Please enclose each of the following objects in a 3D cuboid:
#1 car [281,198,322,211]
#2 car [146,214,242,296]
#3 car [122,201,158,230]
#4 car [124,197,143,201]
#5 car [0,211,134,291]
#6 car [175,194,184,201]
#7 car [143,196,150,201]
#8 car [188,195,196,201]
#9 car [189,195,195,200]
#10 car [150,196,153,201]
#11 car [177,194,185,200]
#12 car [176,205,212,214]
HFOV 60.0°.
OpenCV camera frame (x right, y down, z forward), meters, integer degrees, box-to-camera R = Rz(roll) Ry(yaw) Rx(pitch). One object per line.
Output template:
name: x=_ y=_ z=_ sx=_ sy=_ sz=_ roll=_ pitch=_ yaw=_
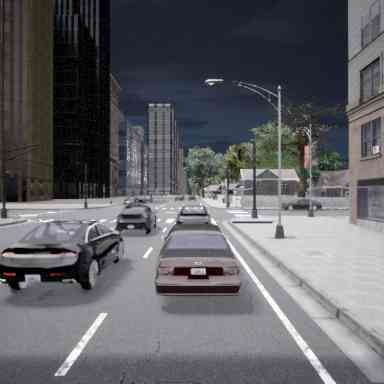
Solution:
car: x=13.298 y=1.554 z=40.720 sx=4.892 sy=1.490 sz=1.837 roll=0 pitch=-1 yaw=0
car: x=0.092 y=1.545 z=8.774 sx=2.033 sy=1.411 sz=5.357 roll=0 pitch=0 yaw=-1
car: x=-3.160 y=1.506 z=19.468 sx=1.837 sy=1.490 sz=4.892 roll=0 pitch=0 yaw=-1
car: x=-9.806 y=1.487 z=53.781 sx=2.128 sy=1.511 sz=4.902 roll=0 pitch=0 yaw=1
car: x=-3.148 y=1.493 z=9.017 sx=2.128 sy=1.511 sz=4.902 roll=0 pitch=0 yaw=0
car: x=-3.219 y=1.519 z=82.925 sx=1.812 sy=1.442 sz=4.674 roll=0 pitch=0 yaw=0
car: x=-9.769 y=1.596 z=63.100 sx=1.895 sy=1.301 sz=4.718 roll=0 pitch=0 yaw=1
car: x=0.031 y=1.496 z=84.112 sx=1.837 sy=1.490 sz=4.892 roll=0 pitch=0 yaw=0
car: x=0.035 y=1.527 z=94.348 sx=1.812 sy=1.442 sz=4.674 roll=0 pitch=0 yaw=0
car: x=-9.723 y=1.518 z=73.212 sx=1.812 sy=1.442 sz=4.674 roll=0 pitch=0 yaw=0
car: x=-3.215 y=1.357 z=93.903 sx=2.097 sy=1.767 sz=4.553 roll=0 pitch=0 yaw=0
car: x=0.107 y=1.492 z=19.212 sx=2.128 sy=1.511 sz=4.902 roll=0 pitch=0 yaw=0
